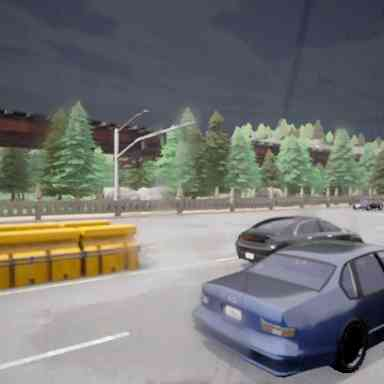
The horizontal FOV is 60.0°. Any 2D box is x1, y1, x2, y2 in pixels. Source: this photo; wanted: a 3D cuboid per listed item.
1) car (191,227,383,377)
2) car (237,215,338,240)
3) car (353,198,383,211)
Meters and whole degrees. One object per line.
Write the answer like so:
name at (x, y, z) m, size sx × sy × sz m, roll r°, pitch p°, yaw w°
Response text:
car at (2.566, 1.551, 5.595) m, size 5.357 × 1.411 × 2.033 m, roll 0°, pitch 0°, yaw -35°
car at (3.566, 1.512, 10.599) m, size 4.892 × 1.490 × 1.837 m, roll 0°, pitch 0°, yaw -35°
car at (21.726, 1.520, 40.989) m, size 4.902 × 1.511 × 2.128 m, roll 0°, pitch 0°, yaw -36°
